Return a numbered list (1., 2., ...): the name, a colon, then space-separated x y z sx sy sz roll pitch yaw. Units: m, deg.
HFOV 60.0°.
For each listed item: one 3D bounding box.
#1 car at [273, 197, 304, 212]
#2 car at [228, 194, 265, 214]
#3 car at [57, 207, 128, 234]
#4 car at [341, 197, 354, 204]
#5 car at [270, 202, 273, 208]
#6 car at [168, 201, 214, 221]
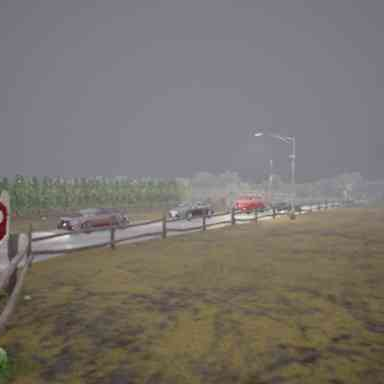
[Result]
1. car: 11.711 1.589 39.334 1.837 1.490 4.892 1 1 35
2. car: 6.074 1.248 36.469 2.150 2.045 5.566 2 1 36
3. car: -5.806 1.612 19.821 1.994 1.385 4.181 1 1 36
4. car: 31.648 1.692 67.524 2.128 1.511 4.902 1 1 35
5. car: 12.164 1.526 44.969 1.837 1.490 4.892 1 1 36
6. car: -0.018 1.528 27.932 2.128 1.511 4.902 1 1 35
